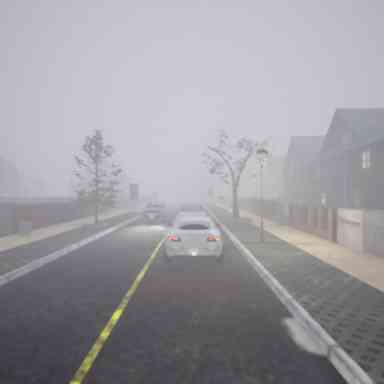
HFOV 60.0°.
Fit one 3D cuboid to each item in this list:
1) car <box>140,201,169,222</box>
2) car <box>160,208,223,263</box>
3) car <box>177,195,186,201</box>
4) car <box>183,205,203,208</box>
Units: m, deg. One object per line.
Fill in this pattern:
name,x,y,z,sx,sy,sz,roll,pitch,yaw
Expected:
car,-2.815,1.504,25.971,2.128,1.511,4.902,0,0,0
car,0.074,1.527,11.876,1.812,1.442,4.674,0,0,0
car,-2.731,1.542,86.693,2.097,1.767,4.553,0,0,0
car,0.062,1.611,24.527,1.895,1.301,4.718,0,0,0
